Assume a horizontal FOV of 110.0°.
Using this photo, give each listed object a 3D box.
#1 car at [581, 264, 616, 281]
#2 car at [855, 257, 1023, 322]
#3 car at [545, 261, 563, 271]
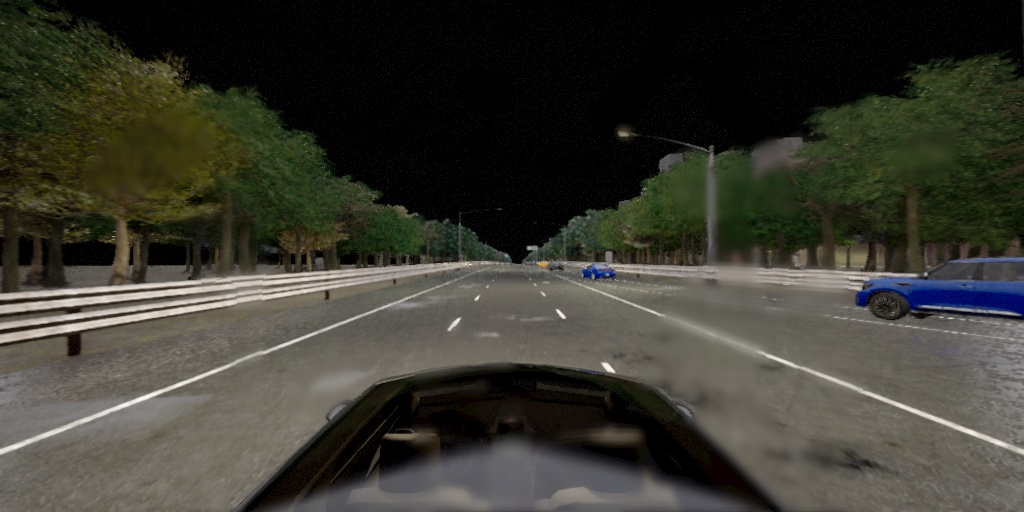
[{"bbox_3d":[7.979,1.477,33.559,1.882,1.535,5.008,0,0,-7],"label":"car"},{"bbox_3d":[13.753,1.054,10.378,2.150,2.045,5.566,0,-1,-20],"label":"car"},{"bbox_3d":[7.005,1.521,58.203,2.097,1.767,4.553,0,0,0],"label":"car"}]
